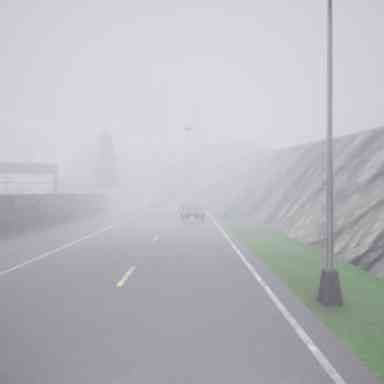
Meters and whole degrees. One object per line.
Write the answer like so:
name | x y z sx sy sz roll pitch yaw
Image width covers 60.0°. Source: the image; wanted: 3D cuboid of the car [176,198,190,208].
car | -0.977 1.543 44.516 1.812 1.442 4.674 0 0 -9

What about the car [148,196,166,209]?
car | -4.966 1.370 46.644 2.097 1.767 4.553 0 0 -14

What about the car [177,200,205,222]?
car | 0.050 1.611 26.768 1.895 1.301 4.718 0 0 0
